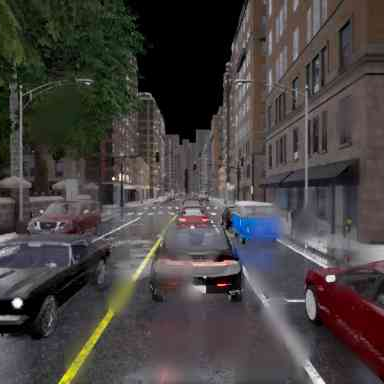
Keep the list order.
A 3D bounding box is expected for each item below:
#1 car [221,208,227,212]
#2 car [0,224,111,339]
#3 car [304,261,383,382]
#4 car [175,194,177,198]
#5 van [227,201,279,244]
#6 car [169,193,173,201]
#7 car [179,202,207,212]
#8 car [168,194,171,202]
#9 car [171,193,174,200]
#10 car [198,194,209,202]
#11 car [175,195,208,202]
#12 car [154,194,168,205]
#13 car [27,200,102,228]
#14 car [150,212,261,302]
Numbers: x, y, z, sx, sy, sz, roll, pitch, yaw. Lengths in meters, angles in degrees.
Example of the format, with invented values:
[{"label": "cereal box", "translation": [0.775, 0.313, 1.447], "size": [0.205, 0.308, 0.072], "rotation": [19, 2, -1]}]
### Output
[{"label": "car", "translation": [2.850, 1.557, 21.217], "size": [1.947, 1.339, 4.313], "rotation": [0, 0, 0]}, {"label": "car", "translation": [-3.103, 1.599, 6.690], "size": [1.895, 1.301, 4.718], "rotation": [0, 0, 0]}, {"label": "car", "translation": [2.854, 1.544, 4.236], "size": [1.887, 1.381, 4.507], "rotation": [0, 0, 0]}, {"label": "car", "translation": [-5.695, 1.496, 86.457], "size": [2.008, 1.369, 4.403], "rotation": [0, 0, 0]}, {"label": "van", "translation": [2.851, 1.336, 15.557], "size": [1.690, 1.788, 3.998], "rotation": [0, 0, 0]}, {"label": "car", "translation": [-5.690, 1.493, 70.105], "size": [1.887, 1.381, 4.507], "rotation": [0, 0, 0]}, {"label": "car", "translation": [0.098, 1.519, 18.507], "size": [1.812, 1.442, 4.674], "rotation": [0, 0, 0]}, {"label": "car", "translation": [-5.688, 1.502, 64.653], "size": [2.008, 1.369, 4.403], "rotation": [0, 0, 0]}, {"label": "car", "translation": [-5.692, 1.491, 75.555], "size": [1.887, 1.381, 4.507], "rotation": [0, 0, 0]}, {"label": "car", "translation": [2.833, 1.387, 75.594], "size": [1.967, 1.590, 4.097], "rotation": [0, 0, 0]}, {"label": "car", "translation": [0.040, 1.338, 27.465], "size": [2.097, 1.767, 4.553], "rotation": [0, 0, 2]}, {"label": "car", "translation": [-5.687, 1.480, 59.033], "size": [1.752, 1.417, 4.829], "rotation": [0, 0, 0]}, {"label": "car", "translation": [-5.674, 1.310, 15.514], "size": [2.192, 1.841, 5.009], "rotation": [0, 0, 0]}, {"label": "car", "translation": [0.098, 1.490, 8.245], "size": [2.128, 1.511, 4.902], "rotation": [0, 0, 0]}]
